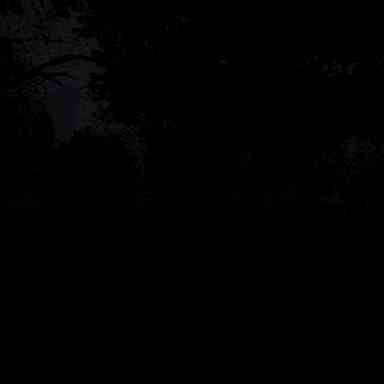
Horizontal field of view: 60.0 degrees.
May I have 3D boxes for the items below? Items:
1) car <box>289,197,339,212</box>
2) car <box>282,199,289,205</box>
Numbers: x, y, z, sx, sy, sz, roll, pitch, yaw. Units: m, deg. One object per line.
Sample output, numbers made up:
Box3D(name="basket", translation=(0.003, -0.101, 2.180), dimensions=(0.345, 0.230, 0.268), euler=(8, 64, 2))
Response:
Box3D(name="car", translation=(13.272, 1.399, 35.587), dimensions=(1.882, 1.535, 5.008), euler=(0, 1, -30))
Box3D(name="car", translation=(17.270, 1.545, 55.655), dimensions=(5.357, 1.411, 2.033), euler=(1, -1, -41))
